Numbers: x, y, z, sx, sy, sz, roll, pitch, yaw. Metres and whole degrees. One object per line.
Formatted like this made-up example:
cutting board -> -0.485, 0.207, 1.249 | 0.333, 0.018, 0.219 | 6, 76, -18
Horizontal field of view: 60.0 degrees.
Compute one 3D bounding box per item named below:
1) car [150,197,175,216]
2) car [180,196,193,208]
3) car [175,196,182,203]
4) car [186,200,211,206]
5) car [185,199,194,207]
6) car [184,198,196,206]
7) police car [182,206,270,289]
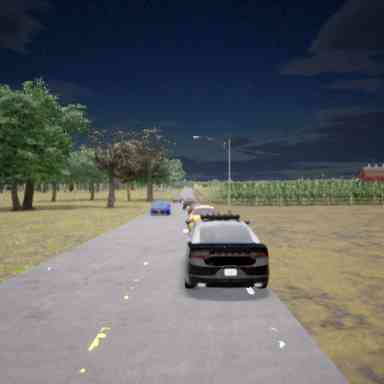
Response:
car -> -3.083, 1.550, 33.469 | 1.882, 1.535, 5.008 | 0, 0, 0
car -> -0.313, 1.670, 46.235 | 1.837, 1.490, 4.892 | 0, 0, 0
car -> -3.269, 1.813, 74.059 | 1.882, 1.535, 5.008 | 0, 0, 0
car -> 0.691, 1.466, 19.383 | 1.801, 1.575, 5.366 | 0, 0, 0
car -> 0.650, 1.508, 25.197 | 1.882, 1.535, 5.008 | 0, 0, 0
car -> -0.421, 1.810, 60.059 | 2.033, 1.411, 5.357 | 0, 0, 0
police car -> 0.762, 1.419, 9.300 | 1.930, 1.638, 5.238 | 0, 0, 0
